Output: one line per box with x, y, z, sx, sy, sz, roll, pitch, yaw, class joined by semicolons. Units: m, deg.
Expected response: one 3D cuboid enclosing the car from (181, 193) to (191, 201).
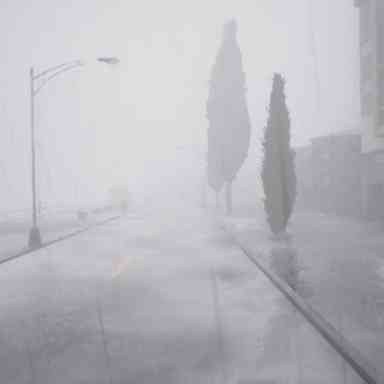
-1.323;1.365;72.943;1.895;1.301;4.718;-1;0;-1;car

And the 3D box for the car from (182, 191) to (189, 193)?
-1.519;0.805;82.943;2.150;2.045;5.566;-1;0;-1;car
